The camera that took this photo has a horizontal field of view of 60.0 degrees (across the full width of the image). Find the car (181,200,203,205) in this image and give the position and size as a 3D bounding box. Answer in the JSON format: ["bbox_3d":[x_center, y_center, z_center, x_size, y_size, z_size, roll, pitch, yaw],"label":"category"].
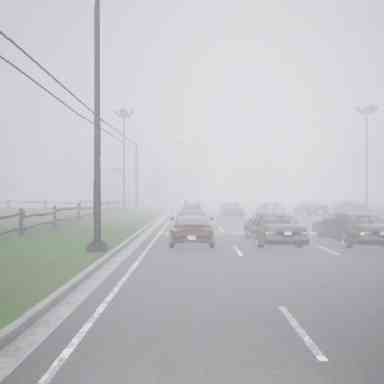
[{"bbox_3d":[0.000,1.494,29.650,2.128,1.511,4.902,0,0,0],"label":"car"}]

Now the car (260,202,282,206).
[{"bbox_3d":[7.000,1.562,29.650,2.033,1.411,5.357,0,0,0],"label":"car"}]

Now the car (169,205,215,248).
[{"bbox_3d":[0.000,1.532,14.650,1.812,1.442,4.674,0,0,0],"label":"car"}]

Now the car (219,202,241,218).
[{"bbox_3d":[3.500,1.562,29.650,2.033,1.411,5.357,0,0,0],"label":"car"}]

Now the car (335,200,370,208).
[{"bbox_3d":[14.000,1.516,29.650,1.837,1.490,4.892,0,0,0],"label":"car"}]

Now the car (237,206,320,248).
[{"bbox_3d":[3.500,1.562,14.650,2.033,1.411,5.357,0,0,0],"label":"car"}]

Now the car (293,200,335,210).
[{"bbox_3d":[10.500,1.484,29.650,1.882,1.535,5.008,0,0,0],"label":"car"}]

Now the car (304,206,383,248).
[{"bbox_3d":[7.000,1.562,14.650,2.033,1.411,5.357,0,0,0],"label":"car"}]
